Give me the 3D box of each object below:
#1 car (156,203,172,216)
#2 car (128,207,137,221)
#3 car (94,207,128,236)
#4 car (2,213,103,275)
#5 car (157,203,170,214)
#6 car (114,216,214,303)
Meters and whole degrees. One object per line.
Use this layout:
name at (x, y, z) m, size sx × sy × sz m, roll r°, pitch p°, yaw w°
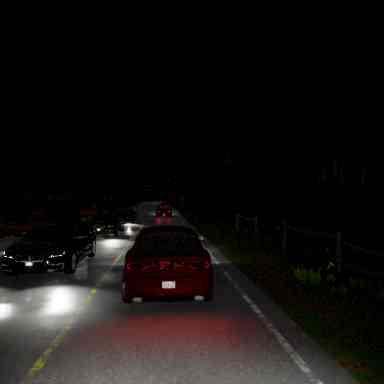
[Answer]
car at (-3.351, 2.286, 39.561) m, size 1.895 × 1.301 × 4.718 m, roll 0°, pitch -1°, yaw -5°
car at (-6.156, 2.085, 30.442) m, size 1.994 × 1.385 × 4.181 m, roll 0°, pitch -1°, yaw -5°
car at (-5.303, 1.849, 20.562) m, size 1.837 × 1.490 × 4.892 m, roll 0°, pitch -1°, yaw -5°
car at (-4.481, 1.681, 11.135) m, size 1.837 × 1.490 × 4.892 m, roll 0°, pitch -1°, yaw -5°
car at (-4.220, 2.367, 49.496) m, size 1.837 × 1.490 × 4.892 m, roll 0°, pitch -1°, yaw -5°
car at (-0.648, 1.612, 8.626) m, size 1.882 × 1.535 × 5.008 m, roll 0°, pitch -1°, yaw -5°
